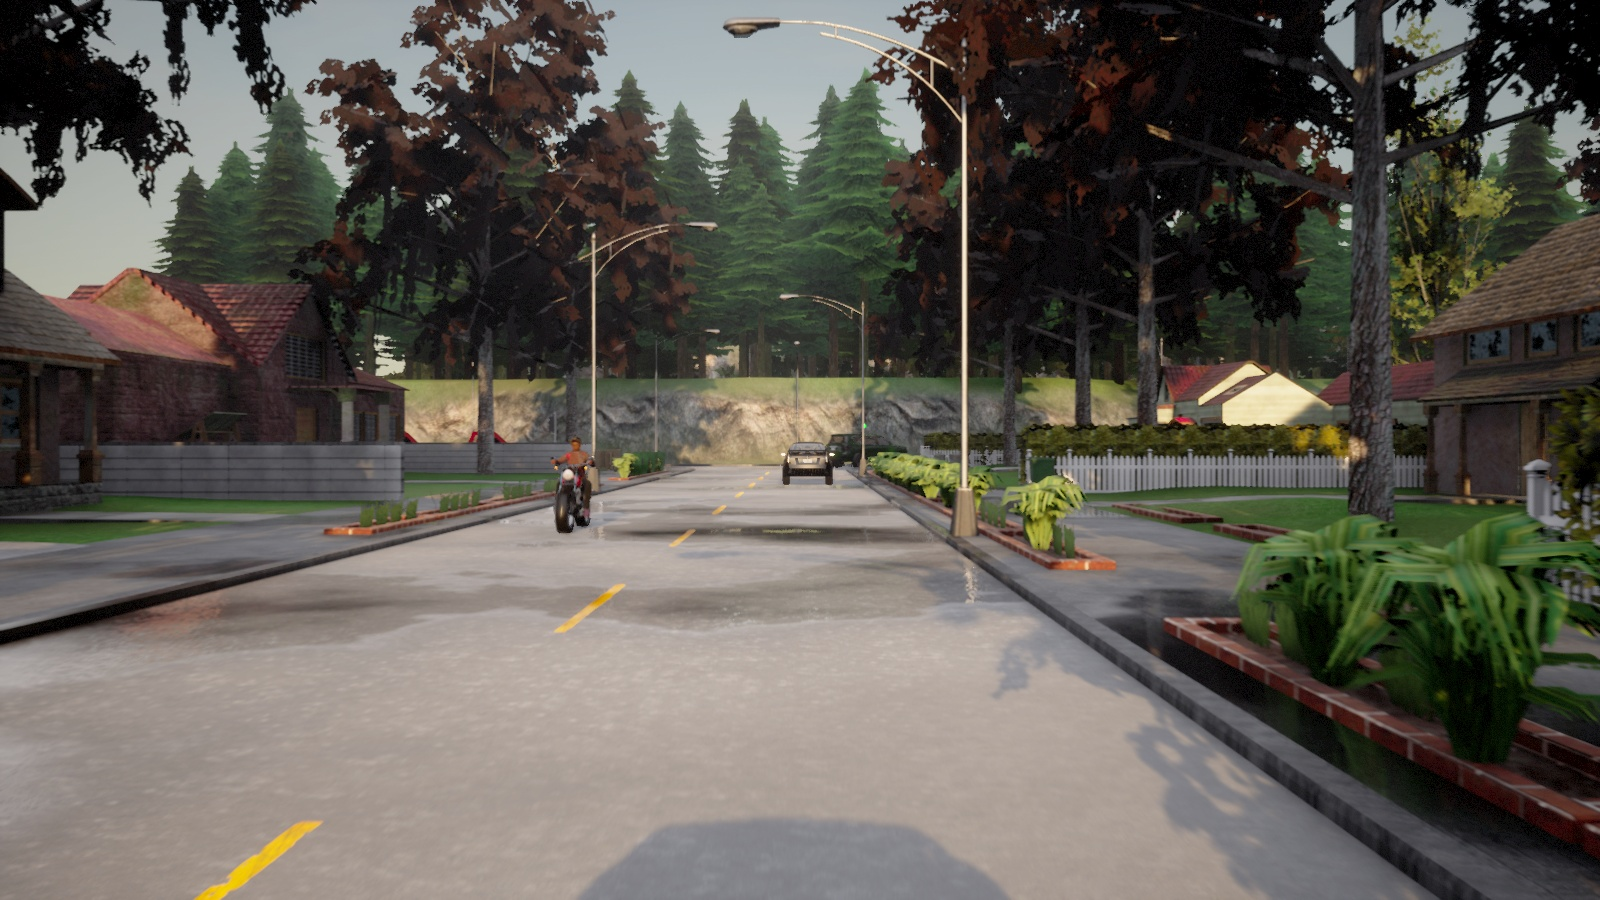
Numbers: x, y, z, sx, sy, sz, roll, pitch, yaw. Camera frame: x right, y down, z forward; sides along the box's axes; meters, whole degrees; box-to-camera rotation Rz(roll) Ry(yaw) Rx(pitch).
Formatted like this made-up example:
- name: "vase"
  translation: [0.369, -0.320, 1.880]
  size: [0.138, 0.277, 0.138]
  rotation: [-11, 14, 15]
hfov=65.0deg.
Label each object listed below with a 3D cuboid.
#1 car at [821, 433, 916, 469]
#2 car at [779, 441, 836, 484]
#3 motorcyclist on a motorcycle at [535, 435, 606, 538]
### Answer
- name: "car"
  translation: [4.074, 0.050, 74.307]
  size: [5.566, 2.045, 2.150]
  rotation: [0, 0, -38]
- name: "car"
  translation: [0.279, 0.432, 46.354]
  size: [2.007, 1.525, 4.514]
  rotation: [0, 0, 0]
- name: "motorcyclist on a motorcycle"
  translation: [-3.864, 0.574, 21.298]
  size: [0.766, 1.649, 2.350]
  rotation: [0, 0, 0]
